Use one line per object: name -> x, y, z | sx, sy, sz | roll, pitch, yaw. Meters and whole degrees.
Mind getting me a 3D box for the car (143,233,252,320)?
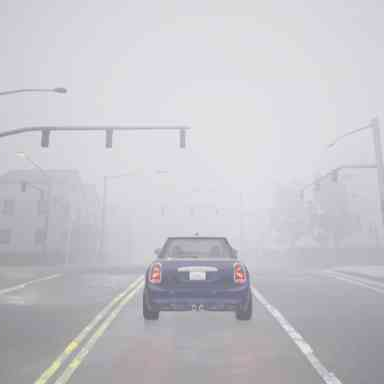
car -> 0.104, 1.817, 8.265 | 2.097, 1.767, 4.553 | 0, -7, 0
